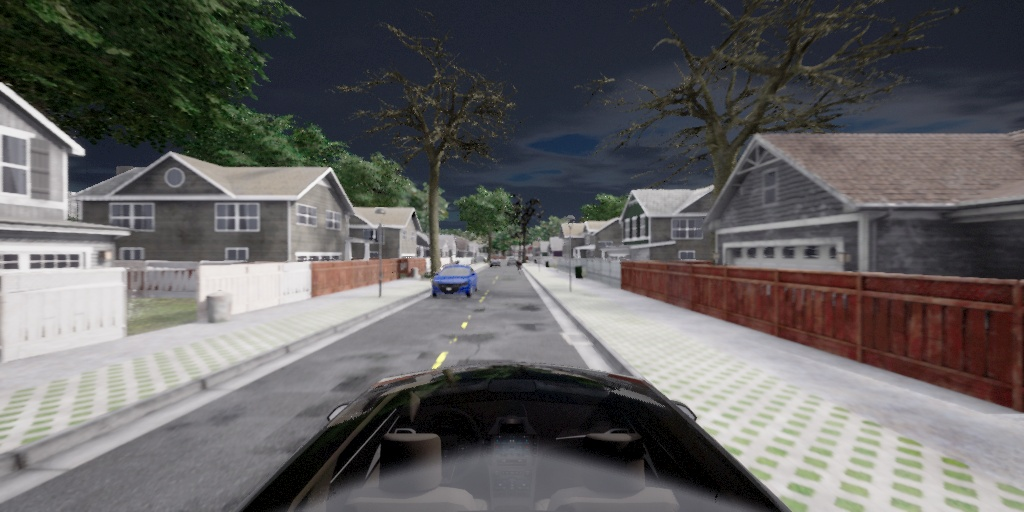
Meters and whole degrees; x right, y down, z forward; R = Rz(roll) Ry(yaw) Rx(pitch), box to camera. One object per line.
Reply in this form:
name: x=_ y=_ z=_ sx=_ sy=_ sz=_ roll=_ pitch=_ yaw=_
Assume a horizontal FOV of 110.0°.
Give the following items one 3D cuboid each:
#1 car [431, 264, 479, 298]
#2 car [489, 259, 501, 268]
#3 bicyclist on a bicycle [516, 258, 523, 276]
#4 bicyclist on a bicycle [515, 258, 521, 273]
car: x=-2.854 y=1.218 z=18.738 sx=1.882 sy=1.535 sz=5.008 roll=0 pitch=0 yaw=0
car: x=-2.803 y=1.238 z=59.928 sx=2.033 sy=1.411 sz=5.357 roll=0 pitch=0 yaw=1
bicyclist on a bicycle: x=0.746 y=1.092 z=34.560 sx=0.659 sy=1.776 sz=1.843 roll=0 pitch=0 yaw=0
bicyclist on a bicycle: x=0.743 y=1.081 z=43.559 sx=0.659 sy=1.776 sz=1.843 roll=0 pitch=0 yaw=0
